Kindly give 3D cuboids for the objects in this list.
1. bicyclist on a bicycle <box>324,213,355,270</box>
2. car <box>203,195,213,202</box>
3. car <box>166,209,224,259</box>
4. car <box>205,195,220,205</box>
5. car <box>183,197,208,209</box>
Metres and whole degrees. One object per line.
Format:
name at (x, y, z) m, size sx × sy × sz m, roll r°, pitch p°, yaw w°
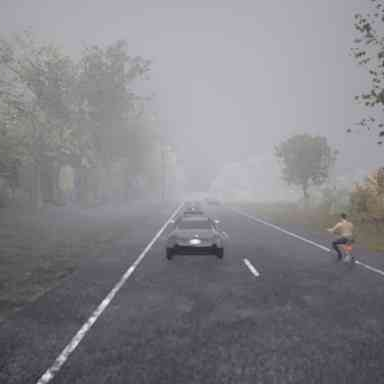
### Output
bicyclist on a bicycle at (4.488, 1.422, 9.972) m, size 0.866 × 1.612 × 1.509 m, roll 0°, pitch 0°, yaw 0°
car at (3.517, 1.423, 73.336) m, size 1.812 × 1.442 × 4.674 m, roll 0°, pitch 0°, yaw 0°
car at (0.101, 1.545, 12.564) m, size 1.994 × 1.385 × 4.181 m, roll 0°, pitch 0°, yaw 0°
car at (3.611, 1.485, 55.987) m, size 1.994 × 1.385 × 4.181 m, roll 0°, pitch 0°, yaw 0°
car at (0.105, 1.502, 30.917) m, size 2.033 × 1.411 × 5.357 m, roll 0°, pitch 0°, yaw 0°
